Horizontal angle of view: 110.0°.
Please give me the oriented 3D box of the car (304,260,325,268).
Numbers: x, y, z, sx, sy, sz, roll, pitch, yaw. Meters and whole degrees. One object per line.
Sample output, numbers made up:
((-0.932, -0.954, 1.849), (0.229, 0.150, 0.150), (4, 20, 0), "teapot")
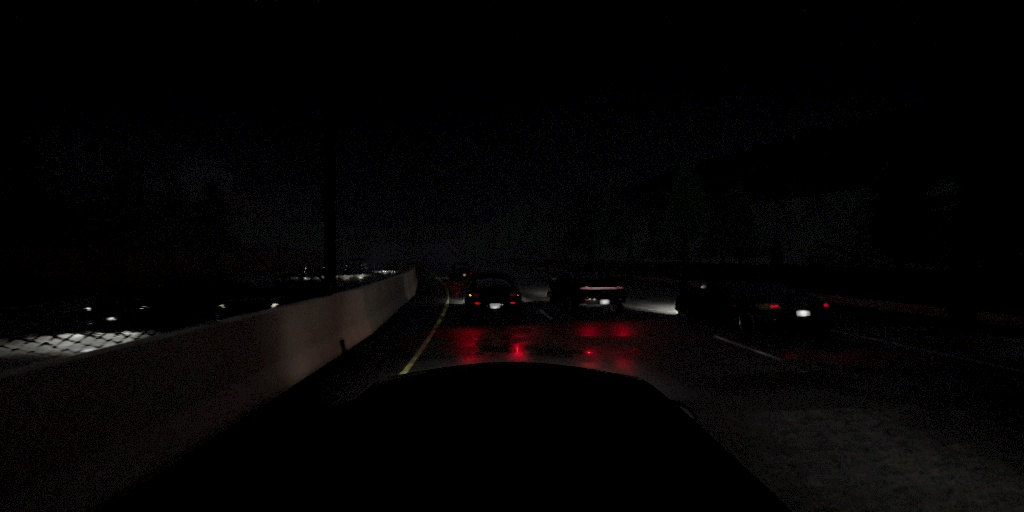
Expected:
((-21.637, 1.230, 40.099), (2.097, 1.767, 4.553), (0, 0, -16), "car")

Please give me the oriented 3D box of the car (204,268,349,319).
((-7.920, 1.342, 12.869), (2.033, 1.411, 5.357), (0, 0, -7), "car")

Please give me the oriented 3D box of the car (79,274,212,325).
((-11.391, 1.359, 12.546), (2.033, 1.411, 5.357), (0, 0, -7), "car")

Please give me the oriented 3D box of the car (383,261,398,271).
((-18.091, 1.415, 53.626), (2.033, 1.411, 5.357), (0, 0, -15), "car")

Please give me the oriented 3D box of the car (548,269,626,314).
((2.679, 1.236, 13.739), (2.128, 1.511, 4.902), (0, 0, -6), "car")

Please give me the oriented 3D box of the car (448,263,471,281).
((-4.351, 1.313, 30.659), (1.812, 1.442, 4.674), (0, 0, -15), "car")

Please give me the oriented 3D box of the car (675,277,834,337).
((6.528, 1.288, 10.236), (1.994, 1.385, 4.181), (0, 0, -5), "car")

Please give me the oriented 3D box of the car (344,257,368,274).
((-19.180, 1.087, 44.348), (2.150, 2.045, 5.566), (0, 0, -16), "car")

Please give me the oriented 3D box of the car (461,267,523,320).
((-0.728, 1.286, 12.726), (1.812, 1.442, 4.674), (0, 0, -6), "car")
